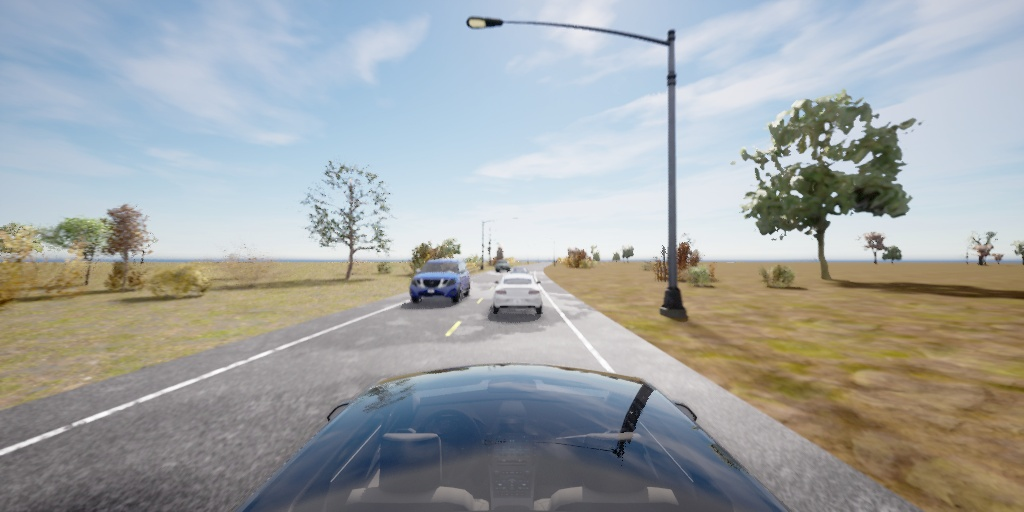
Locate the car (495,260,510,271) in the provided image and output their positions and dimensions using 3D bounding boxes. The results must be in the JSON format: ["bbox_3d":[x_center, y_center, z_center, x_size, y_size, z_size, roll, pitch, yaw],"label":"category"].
[{"bbox_3d":[-1.520,1.733,59.711,2.150,2.045,5.566,0,-1,4],"label":"car"}]

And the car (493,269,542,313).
[{"bbox_3d":[0.236,1.449,14.766,1.812,1.442,4.674,0,-1,1],"label":"car"}]

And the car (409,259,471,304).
[{"bbox_3d":[-3.419,1.187,18.126,2.150,2.045,5.566,0,-1,1],"label":"car"}]

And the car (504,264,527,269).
[{"bbox_3d":[0.702,1.714,33.137,2.033,1.411,5.357,0,-1,3],"label":"car"}]
